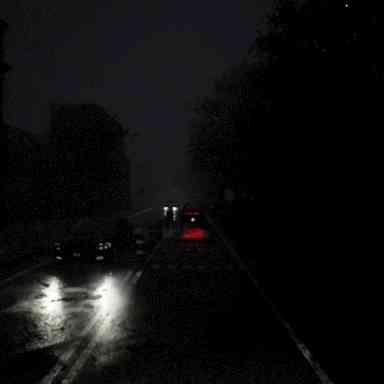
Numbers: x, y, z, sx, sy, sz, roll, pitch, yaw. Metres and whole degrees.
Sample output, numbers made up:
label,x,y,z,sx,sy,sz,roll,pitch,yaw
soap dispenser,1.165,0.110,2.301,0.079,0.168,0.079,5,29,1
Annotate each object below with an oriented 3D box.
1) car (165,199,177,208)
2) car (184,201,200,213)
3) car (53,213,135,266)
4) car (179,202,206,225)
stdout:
label,x,y,z,sx,sy,sz,roll,pitch,yaw
car,-3.555,1.865,55.974,1.812,1.442,4.674,0,0,0
car,-0.050,1.879,42.033,1.895,1.301,4.718,0,0,0
car,-3.360,1.580,12.213,1.882,1.535,5.008,0,0,0
car,0.053,1.697,25.817,1.837,1.490,4.892,0,0,0
